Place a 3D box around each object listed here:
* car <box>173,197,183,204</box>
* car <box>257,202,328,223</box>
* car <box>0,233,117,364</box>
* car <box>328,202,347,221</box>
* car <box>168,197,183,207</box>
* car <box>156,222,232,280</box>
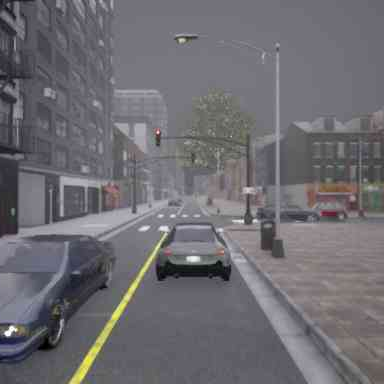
[{"bbox_3d":[-2.951,1.761,71.149,2.033,1.411,5.357,0,0,0],"label":"car"},{"bbox_3d":[7.509,1.632,25.731,4.892,1.490,1.837,0,-3,-5],"label":"car"},{"bbox_3d":[-2.851,1.567,6.495,2.033,1.411,5.357,0,0,0],"label":"car"},{"bbox_3d":[10.847,1.600,28.300,4.097,1.590,1.967,0,-1,0],"label":"car"},{"bbox_3d":[-2.969,1.727,55.097,2.033,1.411,5.357,0,0,0],"label":"car"},{"bbox_3d":[0.046,1.595,10.069,1.994,1.385,4.181,0,0,0],"label":"car"}]
